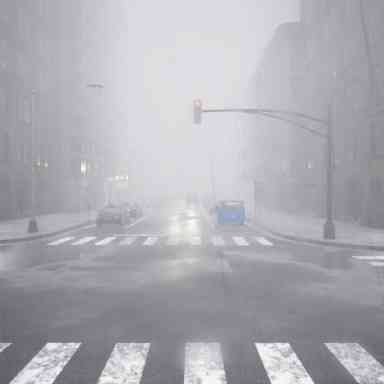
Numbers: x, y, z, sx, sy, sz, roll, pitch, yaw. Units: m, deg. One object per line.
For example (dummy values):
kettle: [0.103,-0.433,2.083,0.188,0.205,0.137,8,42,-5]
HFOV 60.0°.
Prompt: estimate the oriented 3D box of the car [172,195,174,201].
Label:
car: [-5.389,1.292,68.610,2.192,1.841,5.009,0,0,0]

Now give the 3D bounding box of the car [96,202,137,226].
car: [-5.389,1.549,23.155,2.008,1.369,4.403,0,0,0]

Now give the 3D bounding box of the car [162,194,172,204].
car: [-5.389,1.547,62.928,1.947,1.339,4.313,0,0,0]

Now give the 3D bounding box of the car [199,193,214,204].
car: [2.637,1.305,51.571,2.192,1.841,5.009,0,0,0]

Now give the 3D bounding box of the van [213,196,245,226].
van: [2.636,1.340,23.164,1.690,1.788,3.998,0,0,0]

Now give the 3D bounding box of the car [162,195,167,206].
car: [-5.388,1.556,51.565,1.947,1.339,4.313,0,0,0]

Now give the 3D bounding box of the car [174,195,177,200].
car: [-5.389,1.409,79.973,1.967,1.590,4.097,0,0,0]

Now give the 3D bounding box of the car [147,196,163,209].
car: [-5.389,1.519,45.713,1.752,1.417,4.829,0,0,0]

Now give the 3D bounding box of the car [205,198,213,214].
car: [2.637,1.580,34.526,1.802,1.307,4.206,0,0,0]

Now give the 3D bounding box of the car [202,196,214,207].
car: [2.637,1.576,45.889,1.802,1.307,4.206,0,0,0]

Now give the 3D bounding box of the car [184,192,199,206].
car: [0.103,1.208,56.480,2.150,2.045,5.566,0,0,0]

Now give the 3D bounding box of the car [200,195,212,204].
car: [2.636,1.422,62.933,1.967,1.590,4.097,0,0,0]

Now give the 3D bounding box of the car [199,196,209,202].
car: [2.636,1.524,74.295,2.008,1.369,4.403,0,0,0]

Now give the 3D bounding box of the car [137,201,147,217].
car: [-5.389,1.543,28.837,1.887,1.381,4.507,0,0,0]

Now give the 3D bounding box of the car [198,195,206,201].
car: [2.636,1.530,85.658,1.947,1.339,4.313,0,0,0]
